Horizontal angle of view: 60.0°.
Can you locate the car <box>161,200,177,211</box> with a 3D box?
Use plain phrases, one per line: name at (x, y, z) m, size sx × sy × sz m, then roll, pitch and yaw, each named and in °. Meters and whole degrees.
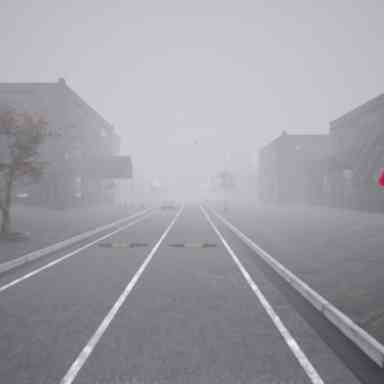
car at (-3.001, 1.701, 43.645) m, size 2.033 × 1.411 × 5.357 m, roll 0°, pitch 0°, yaw 0°
